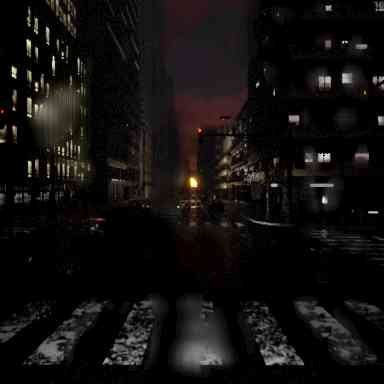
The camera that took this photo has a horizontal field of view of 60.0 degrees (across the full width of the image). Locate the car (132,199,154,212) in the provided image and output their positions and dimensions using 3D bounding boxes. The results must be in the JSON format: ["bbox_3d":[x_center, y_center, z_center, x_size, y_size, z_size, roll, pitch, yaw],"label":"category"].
[{"bbox_3d":[-5.621,1.555,38.687,1.947,1.339,4.313,-1,0,0],"label":"car"}]

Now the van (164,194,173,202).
[{"bbox_3d":[-5.538,1.322,78.270,1.690,1.788,3.998,-1,0,0],"label":"van"}]

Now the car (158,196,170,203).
[{"bbox_3d":[-5.559,1.528,66.960,1.887,1.381,4.507,-1,0,0],"label":"car"}]

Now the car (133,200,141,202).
[{"bbox_3d":[-5.634,1.516,32.863,1.752,1.417,4.829,-1,0,0],"label":"car"}]

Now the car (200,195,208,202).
[{"bbox_3d":[2.832,1.422,72.597,1.967,1.590,4.097,-1,0,0],"label":"car"}]

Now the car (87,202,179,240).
[{"bbox_3d":[-2.915,1.486,17.167,4.902,1.511,2.128,0,0,-45],"label":"car"}]

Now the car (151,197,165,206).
[{"bbox_3d":[-5.584,1.530,55.651,1.887,1.381,4.507,-1,0,0],"label":"car"}]

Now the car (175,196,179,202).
[{"bbox_3d":[-3.006,1.210,41.923,2.150,2.045,5.566,0,0,0],"label":"car"}]

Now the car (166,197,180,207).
[{"bbox_3d":[-2.973,1.534,53.049,2.033,1.411,5.357,0,0,0],"label":"car"}]

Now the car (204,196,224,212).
[{"bbox_3d":[2.759,1.540,38.669,2.008,1.369,4.403,-1,0,0],"label":"car"}]

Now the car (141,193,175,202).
[{"bbox_3d":[-3.037,1.212,31.163,2.150,2.045,5.566,0,0,0],"label":"car"}]
